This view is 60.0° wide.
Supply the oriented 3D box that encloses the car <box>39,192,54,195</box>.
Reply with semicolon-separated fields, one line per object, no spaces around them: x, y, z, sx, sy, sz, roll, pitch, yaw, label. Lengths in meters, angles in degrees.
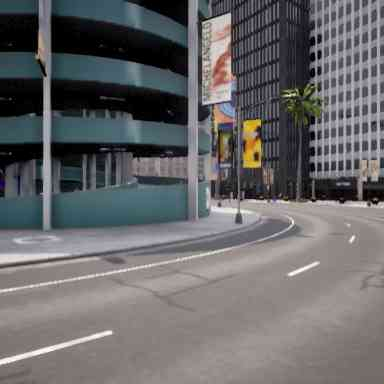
-23.807;0.967;54.867;2.435;2.045;5.566;0;0;-36;car
